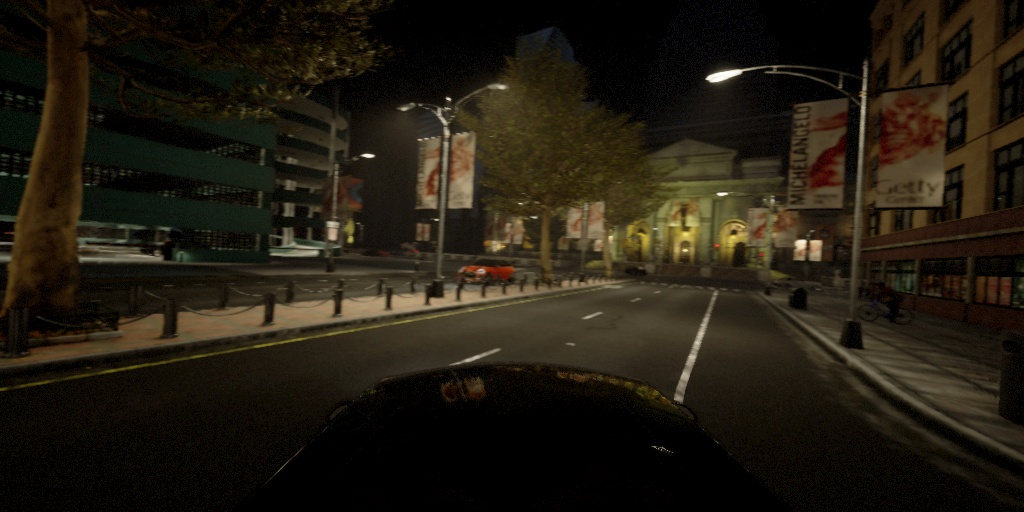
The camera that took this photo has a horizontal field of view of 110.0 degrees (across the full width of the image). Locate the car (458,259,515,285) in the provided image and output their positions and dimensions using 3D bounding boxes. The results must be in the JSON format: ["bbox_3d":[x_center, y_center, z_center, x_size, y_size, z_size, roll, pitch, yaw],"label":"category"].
[{"bbox_3d":[-1.638,0.976,24.487,2.097,1.767,4.553,3,0,31],"label":"car"}]

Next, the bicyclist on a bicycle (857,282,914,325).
[{"bbox_3d":[15.002,1.898,14.416,1.656,1.620,0.582,3,0,31],"label":"bicyclist on a bicycle"}]

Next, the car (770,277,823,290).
[{"bbox_3d":[33.803,3.247,42.643,4.718,1.301,1.895,3,0,14],"label":"car"}]

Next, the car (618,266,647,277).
[{"bbox_3d":[17.491,2.184,52.381,2.128,1.511,4.902,4,0,-21],"label":"car"}]
